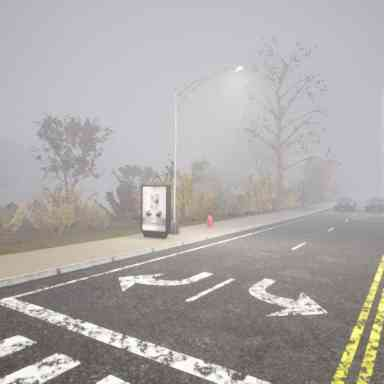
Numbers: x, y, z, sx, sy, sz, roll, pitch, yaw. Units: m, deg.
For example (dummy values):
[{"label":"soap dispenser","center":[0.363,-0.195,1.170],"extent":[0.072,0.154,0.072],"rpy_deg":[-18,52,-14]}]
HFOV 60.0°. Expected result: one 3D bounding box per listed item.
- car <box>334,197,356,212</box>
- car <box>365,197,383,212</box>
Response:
[{"label":"car","center":[18.438,1.390,39.950],"extent":[2.097,1.767,4.553],"rpy_deg":[0,0,30]},{"label":"car","center":[21.253,1.393,38.326],"extent":[2.097,1.767,4.553],"rpy_deg":[0,0,30]}]
